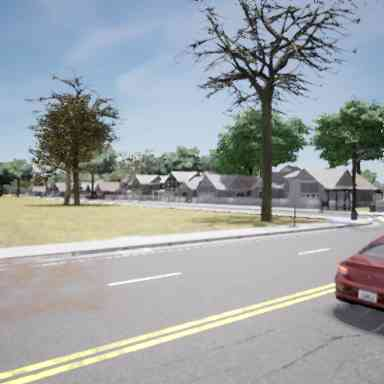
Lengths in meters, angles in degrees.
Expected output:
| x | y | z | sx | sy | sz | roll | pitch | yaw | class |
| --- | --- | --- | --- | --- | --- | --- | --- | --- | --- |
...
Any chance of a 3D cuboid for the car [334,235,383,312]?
| x | y | z | sx | sy | sz | roll | pitch | yaw | class |
| --- | --- | --- | --- | --- | --- | --- | --- | --- | --- |
| 4.774 | 1.563 | 6.814 | 4.674 | 1.442 | 1.812 | 0 | 0 | -35 | car |
